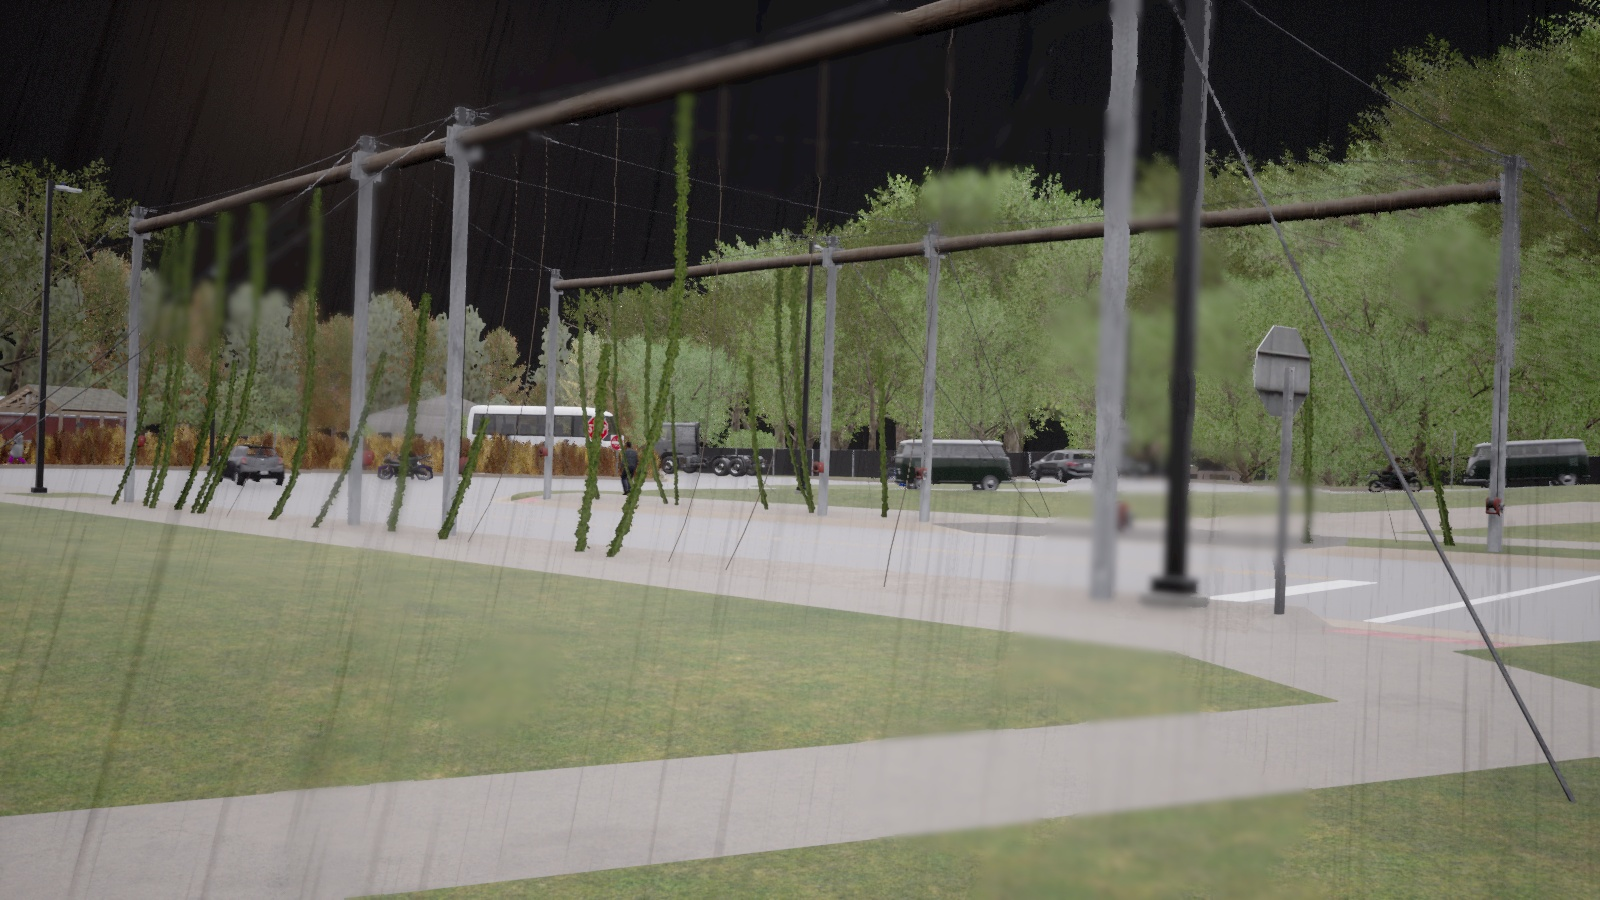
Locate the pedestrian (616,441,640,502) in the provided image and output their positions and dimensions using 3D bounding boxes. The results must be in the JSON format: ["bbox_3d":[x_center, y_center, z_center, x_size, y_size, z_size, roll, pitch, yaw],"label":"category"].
[{"bbox_3d":[-5.612,0.692,40.956,0.423,1.949,0.788,1,0,-33],"label":"pedestrian"}]

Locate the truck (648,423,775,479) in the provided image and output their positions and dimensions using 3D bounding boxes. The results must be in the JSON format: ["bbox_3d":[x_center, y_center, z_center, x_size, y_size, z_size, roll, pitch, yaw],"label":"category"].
[{"bbox_3d":[-5.781,0.028,81.616,7.936,3.462,2.891,0,1,27],"label":"truck"}]

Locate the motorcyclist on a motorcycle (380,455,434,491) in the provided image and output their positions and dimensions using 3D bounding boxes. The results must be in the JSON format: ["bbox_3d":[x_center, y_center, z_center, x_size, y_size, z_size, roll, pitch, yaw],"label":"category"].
[{"bbox_3d":[-16.924,0.985,54.115,2.191,1.530,0.866,0,1,-21],"label":"motorcyclist on a motorcycle"}]

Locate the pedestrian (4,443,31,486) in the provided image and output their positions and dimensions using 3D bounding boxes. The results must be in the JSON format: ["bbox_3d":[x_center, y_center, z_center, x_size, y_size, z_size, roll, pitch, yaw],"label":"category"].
[{"bbox_3d":[-36.068,0.680,57.881,0.873,1.952,0.659,1,0,-17],"label":"pedestrian"}]

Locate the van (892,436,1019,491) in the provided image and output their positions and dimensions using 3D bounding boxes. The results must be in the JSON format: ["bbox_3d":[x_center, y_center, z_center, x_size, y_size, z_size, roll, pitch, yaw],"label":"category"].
[{"bbox_3d":[5.838,0.477,47.275,4.442,1.987,1.775,0,0,-7],"label":"van"}]

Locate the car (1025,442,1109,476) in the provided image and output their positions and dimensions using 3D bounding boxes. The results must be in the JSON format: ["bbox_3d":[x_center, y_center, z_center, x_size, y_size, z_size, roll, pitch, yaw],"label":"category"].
[{"bbox_3d":[13.699,0.438,64.754,2.242,1.667,4.611,-1,1,-18],"label":"car"}]

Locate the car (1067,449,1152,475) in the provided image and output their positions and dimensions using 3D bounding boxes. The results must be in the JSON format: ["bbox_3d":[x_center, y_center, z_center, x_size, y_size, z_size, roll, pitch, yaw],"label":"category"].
[{"bbox_3d":[16.454,0.624,67.011,1.895,1.301,4.718,-1,0,-24],"label":"car"}]

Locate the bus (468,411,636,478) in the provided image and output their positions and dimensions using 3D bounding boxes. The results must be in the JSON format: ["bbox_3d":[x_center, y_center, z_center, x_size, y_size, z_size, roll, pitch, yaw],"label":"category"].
[{"bbox_3d":[-16.415,-0.398,83.294,10.273,4.253,3.944,0,1,14],"label":"bus"}]

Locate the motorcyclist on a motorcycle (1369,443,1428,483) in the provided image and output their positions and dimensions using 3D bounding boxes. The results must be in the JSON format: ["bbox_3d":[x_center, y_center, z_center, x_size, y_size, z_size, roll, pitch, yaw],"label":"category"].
[{"bbox_3d":[24.072,0.506,50.568,2.044,1.523,0.797,-3,-1,21],"label":"motorcyclist on a motorcycle"}]

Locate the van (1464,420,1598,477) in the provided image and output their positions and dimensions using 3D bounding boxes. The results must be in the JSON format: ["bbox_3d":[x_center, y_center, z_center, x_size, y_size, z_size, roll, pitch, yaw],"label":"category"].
[{"bbox_3d":[30.133,-0.049,51.945,4.442,1.987,1.775,-4,-2,21],"label":"van"}]

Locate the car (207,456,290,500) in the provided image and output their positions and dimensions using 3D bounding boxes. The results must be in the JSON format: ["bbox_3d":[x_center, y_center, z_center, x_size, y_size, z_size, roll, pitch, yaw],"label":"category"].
[{"bbox_3d":[-21.009,1.018,47.775,1.845,1.501,3.633,0,1,-42],"label":"car"}]
